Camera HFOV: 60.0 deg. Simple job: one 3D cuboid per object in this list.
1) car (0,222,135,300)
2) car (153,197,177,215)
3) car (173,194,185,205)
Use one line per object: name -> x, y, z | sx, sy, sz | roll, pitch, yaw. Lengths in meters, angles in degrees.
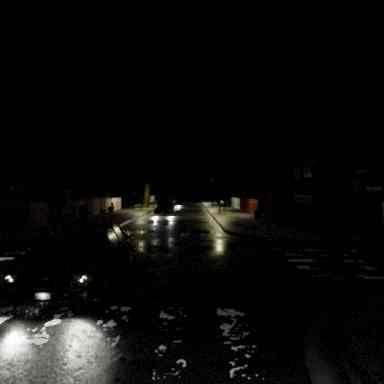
car -> -2.751, 1.540, 8.803 | 2.033, 1.411, 5.357 | 0, 0, 0
car -> -2.776, 1.557, 33.289 | 1.837, 1.490, 4.892 | 0, 0, 0
car -> -2.797, 1.490, 58.220 | 2.128, 1.511, 4.902 | 0, 0, 0
